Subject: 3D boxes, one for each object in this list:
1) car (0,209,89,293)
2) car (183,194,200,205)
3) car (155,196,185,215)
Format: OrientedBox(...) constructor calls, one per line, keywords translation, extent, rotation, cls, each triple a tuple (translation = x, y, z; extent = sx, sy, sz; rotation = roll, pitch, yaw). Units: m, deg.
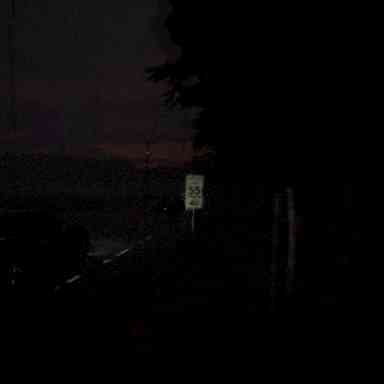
OrientedBox(translation=(-4.610, 1.239, 9.026), extent=(2.097, 1.767, 4.553), rotation=(2, 1, 9), cls="car")
OrientedBox(translation=(-0.007, 1.004, 46.630), extent=(1.994, 1.385, 4.181), rotation=(2, 1, 5), cls="car")
OrientedBox(translation=(-1.831, 1.112, 28.747), extent=(2.128, 1.511, 4.902), rotation=(2, 1, 7), cls="car")
